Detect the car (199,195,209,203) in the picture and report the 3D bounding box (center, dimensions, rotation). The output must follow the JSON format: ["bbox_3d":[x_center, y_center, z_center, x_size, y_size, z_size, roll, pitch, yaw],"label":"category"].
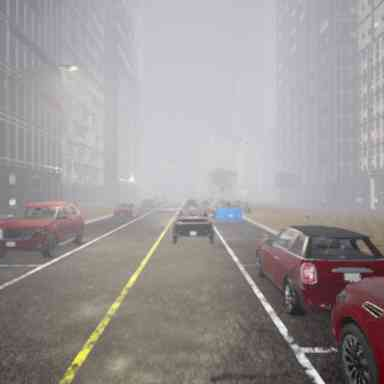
[{"bbox_3d":[2.501,1.480,51.822,1.967,1.590,4.097,0,0,0],"label":"car"}]

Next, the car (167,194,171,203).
[{"bbox_3d":[-5.943,1.611,68.407,1.887,1.381,4.507,0,0,0],"label":"car"}]

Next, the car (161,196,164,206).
[{"bbox_3d":[-5.879,1.493,51.789,1.967,1.590,4.097,0,0,0],"label":"car"}]

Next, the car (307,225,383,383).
[{"bbox_3d":[2.693,1.313,1.969,2.192,1.841,5.009,0,0,0],"label":"car"}]

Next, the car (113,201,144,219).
[{"bbox_3d":[-5.794,1.579,29.633,1.887,1.381,4.507,0,0,0],"label":"car"}]

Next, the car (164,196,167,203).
[{"bbox_3d":[-5.901,1.608,57.328,2.008,1.369,4.403,0,0,0],"label":"car"}]

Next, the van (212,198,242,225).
[{"bbox_3d":[2.608,1.358,24.126,1.690,1.788,3.998,0,0,0],"label":"van"}]

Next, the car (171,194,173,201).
[{"bbox_3d":[-5.964,1.510,73.946,1.967,1.590,4.097,0,0,0],"label":"car"}]

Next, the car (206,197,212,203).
[{"bbox_3d":[2.586,1.461,29.665,1.967,1.590,4.097,0,0,0],"label":"car"}]

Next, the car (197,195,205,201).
[{"bbox_3d":[2.353,1.511,90.596,1.967,1.590,4.097,0,0,0],"label":"car"}]

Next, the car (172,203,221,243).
[{"bbox_3d":[0.043,1.507,16.272,2.128,1.511,4.902,0,0,0],"label":"car"}]

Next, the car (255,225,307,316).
[{"bbox_3d":[2.671,1.443,7.508,1.967,1.590,4.097,0,0,0],"label":"car"}]

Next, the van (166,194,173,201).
[{"bbox_3d":[-6.027,1.424,90.564,1.690,1.788,3.998,0,0,0],"label":"van"}]

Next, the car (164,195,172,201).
[{"bbox_3d":[-6.006,1.604,84.854,1.752,1.417,4.829,0,0,0],"label":"car"}]

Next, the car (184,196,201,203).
[{"bbox_3d":[-0.059,1.562,43.210,1.812,1.442,4.674,0,0,0],"label":"car"}]

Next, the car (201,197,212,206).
[{"bbox_3d":[2.479,1.570,57.530,1.752,1.417,4.829,0,0,0],"label":"car"}]

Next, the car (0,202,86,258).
[{"bbox_3d":[-5.730,1.335,13.015,2.192,1.841,5.009,0,0,0],"label":"car"}]

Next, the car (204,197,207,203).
[{"bbox_3d":[2.564,1.551,35.374,1.752,1.417,4.829,0,0,0],"label":"car"}]

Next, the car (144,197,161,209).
[{"bbox_3d":[-5.858,1.593,46.250,1.887,1.381,4.507,0,0,0],"label":"car"}]
